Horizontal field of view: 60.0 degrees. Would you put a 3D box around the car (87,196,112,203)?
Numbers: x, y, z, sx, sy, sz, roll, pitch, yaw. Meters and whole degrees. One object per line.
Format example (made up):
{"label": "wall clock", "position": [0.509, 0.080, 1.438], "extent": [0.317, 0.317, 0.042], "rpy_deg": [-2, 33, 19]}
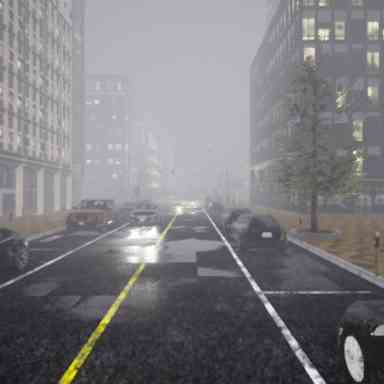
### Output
{"label": "car", "position": [-17.460, 1.495, 63.127], "extent": [4.206, 1.307, 1.802], "rpy_deg": [0, 0, 0]}

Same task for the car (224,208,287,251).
{"label": "car", "position": [2.662, 1.552, 13.868], "extent": [1.947, 1.339, 4.313], "rpy_deg": [0, 0, 0]}

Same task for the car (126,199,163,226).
{"label": "car", "position": [-3.098, 1.471, 23.110], "extent": [2.128, 1.511, 4.902], "rpy_deg": [0, 0, 0]}

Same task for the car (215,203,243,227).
{"label": "car", "position": [2.663, 1.548, 19.558], "extent": [1.947, 1.339, 4.313], "rpy_deg": [0, 0, 0]}

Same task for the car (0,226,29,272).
{"label": "car", "position": [-5.685, 1.557, 8.206], "extent": [1.947, 1.339, 4.313], "rpy_deg": [0, 0, 0]}

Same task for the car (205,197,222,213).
{"label": "car", "position": [2.664, 1.556, 36.625], "extent": [1.802, 1.307, 4.206], "rpy_deg": [0, 0, 0]}

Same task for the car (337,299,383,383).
{"label": "car", "position": [2.663, 1.548, 2.490], "extent": [2.008, 1.369, 4.403], "rpy_deg": [0, 0, 0]}

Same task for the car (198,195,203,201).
{"label": "car", "position": [2.701, 1.511, 87.271], "extent": [1.752, 1.417, 4.829], "rpy_deg": [0, 0, 0]}

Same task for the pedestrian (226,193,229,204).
{"label": "pedestrian", "position": [6.140, 1.110, 57.605], "extent": [0.375, 1.860, 0.375], "rpy_deg": [0, 0, 0]}

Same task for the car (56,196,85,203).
{"label": "car", "position": [-22.953, 1.428, 63.114], "extent": [4.829, 1.417, 1.752], "rpy_deg": [0, 0, 0]}

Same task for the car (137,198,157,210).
{"label": "car", "position": [-5.683, 1.538, 42.340], "extent": [1.947, 1.339, 4.313], "rpy_deg": [0, 0, 0]}

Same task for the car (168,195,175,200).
{"label": "car", "position": [-5.680, 1.516, 92.469], "extent": [1.752, 1.417, 4.829], "rpy_deg": [0, 0, 0]}

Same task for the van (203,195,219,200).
{"label": "van", "position": [2.665, 1.313, 42.314], "extent": [1.690, 1.788, 3.998], "rpy_deg": [0, 0, 0]}

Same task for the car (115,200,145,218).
{"label": "car", "position": [-5.684, 1.521, 30.963], "extent": [1.887, 1.381, 4.507], "rpy_deg": [0, 0, 0]}

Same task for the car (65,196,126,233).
{"label": "car", "position": [-5.683, 1.297, 19.584], "extent": [2.192, 1.841, 5.009], "rpy_deg": [0, 0, 0]}
